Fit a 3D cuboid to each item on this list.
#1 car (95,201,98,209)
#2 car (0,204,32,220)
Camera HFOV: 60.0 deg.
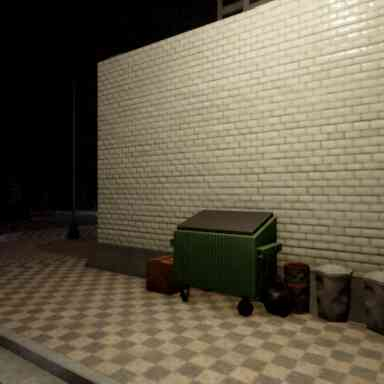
[{"bbox_3d":[-9.151,1.272,40.774,2.150,2.045,5.566,0,0,37],"label":"car"},{"bbox_3d":[-15.073,1.615,26.449,1.994,1.385,4.181,0,0,33],"label":"car"}]
